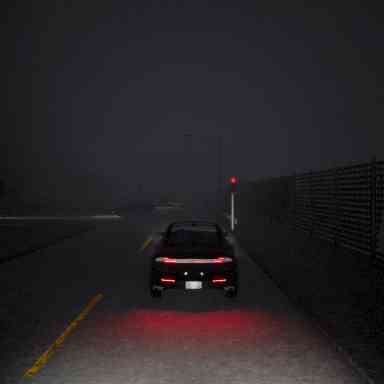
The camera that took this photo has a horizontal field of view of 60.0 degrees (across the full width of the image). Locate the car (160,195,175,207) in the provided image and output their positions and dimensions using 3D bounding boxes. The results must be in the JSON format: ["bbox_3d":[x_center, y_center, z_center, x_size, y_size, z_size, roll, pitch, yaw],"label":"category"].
[{"bbox_3d":[-4.056,1.504,50.923,1.837,1.490,4.892,0,0,0],"label":"car"}]

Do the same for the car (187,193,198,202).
[{"bbox_3d":[0.067,1.225,74.574,2.150,2.045,5.566,0,0,0],"label":"car"}]

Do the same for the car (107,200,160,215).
[{"bbox_3d":[-6.053,1.547,33.859,2.033,1.411,5.357,0,0,34],"label":"car"}]

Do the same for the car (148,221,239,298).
[{"bbox_3d":[0.055,1.492,8.524,2.128,1.511,4.902,0,0,1],"label":"car"}]

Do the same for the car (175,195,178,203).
[{"bbox_3d":[-3.951,1.350,68.954,2.097,1.767,4.553,0,0,0],"label":"car"}]
